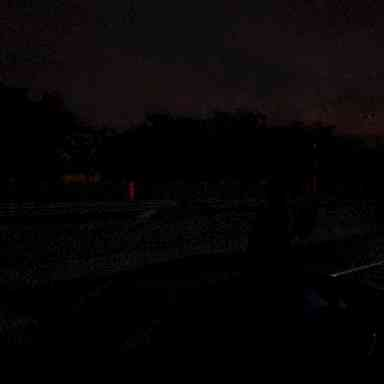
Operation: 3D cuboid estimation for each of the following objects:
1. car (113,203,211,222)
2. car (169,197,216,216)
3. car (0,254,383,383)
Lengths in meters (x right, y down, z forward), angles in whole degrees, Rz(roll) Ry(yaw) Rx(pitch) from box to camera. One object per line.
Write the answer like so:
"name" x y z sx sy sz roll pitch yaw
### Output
"car" -1.615 1.446 15.702 4.674 1.442 1.812 -1 0 -35
"car" -0.746 1.241 20.585 4.553 1.767 2.097 -1 0 -35
"car" 0.369 1.520 4.006 5.357 1.411 2.033 -1 0 -35
